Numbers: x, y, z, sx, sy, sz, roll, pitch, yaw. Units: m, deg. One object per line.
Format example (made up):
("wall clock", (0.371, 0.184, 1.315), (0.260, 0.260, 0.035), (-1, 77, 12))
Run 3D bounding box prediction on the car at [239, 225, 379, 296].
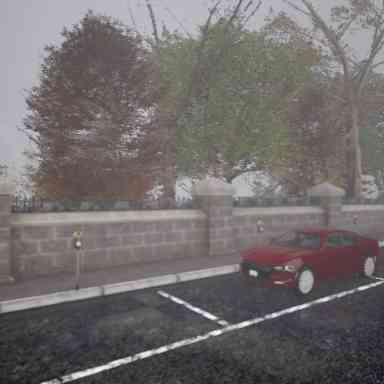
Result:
("car", (3.233, 1.619, 8.867), (4.507, 1.381, 1.887), (1, 0, -36))
